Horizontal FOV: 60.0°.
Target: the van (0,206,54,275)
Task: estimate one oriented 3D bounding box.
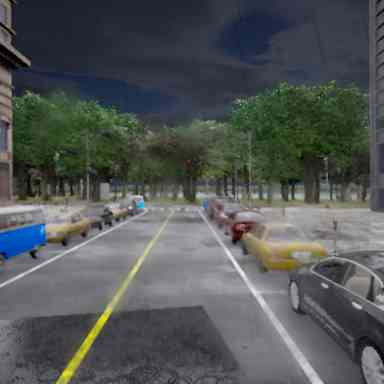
[{"bbox_3d":[-5.914,1.362,10.081,1.690,1.788,3.998,0,0,-1],"label":"van"}]

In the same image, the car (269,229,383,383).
[{"bbox_3d":[2.709,1.527,4.798,2.008,1.369,4.403,0,0,-1],"label":"car"}]

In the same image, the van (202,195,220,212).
[{"bbox_3d":[2.120,1.278,37.418,1.690,1.788,3.998,0,0,-1],"label":"van"}]

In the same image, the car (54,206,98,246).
[{"bbox_3d":[-6.008,1.540,15.348,1.752,1.417,4.829,0,0,-1],"label":"car"}]

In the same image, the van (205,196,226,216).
[{"bbox_3d":[2.218,1.284,31.981,1.690,1.788,3.998,0,0,-1],"label":"van"}]

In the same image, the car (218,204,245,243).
[{"bbox_3d":[2.513,1.507,15.671,1.887,1.381,4.507,0,0,-1],"label":"car"}]

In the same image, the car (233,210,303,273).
[{"bbox_3d":[2.608,1.494,10.404,1.752,1.417,4.829,0,0,-1],"label":"car"}]

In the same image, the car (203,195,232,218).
[{"bbox_3d":[2.316,1.264,26.544,2.192,1.841,5.009,0,0,-1],"label":"car"}]

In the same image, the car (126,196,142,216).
[{"bbox_3d":[-6.305,1.435,31.828,1.967,1.590,4.097,0,0,-1],"label":"car"}]

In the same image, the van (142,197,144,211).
[{"bbox_3d":[-6.403,1.331,37.265,1.690,1.788,3.998,0,0,-1],"label":"van"}]

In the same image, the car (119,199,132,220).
[{"bbox_3d":[-6.203,1.527,26.222,1.752,1.417,4.829,0,0,-1],"label":"car"}]

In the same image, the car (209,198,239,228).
[{"bbox_3d":[2.414,1.395,21.107,1.967,1.590,4.097,0,0,-1],"label":"car"}]

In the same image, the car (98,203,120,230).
[{"bbox_3d":[-6.108,1.573,20.955,1.947,1.339,4.313,0,0,-1],"label":"car"}]
